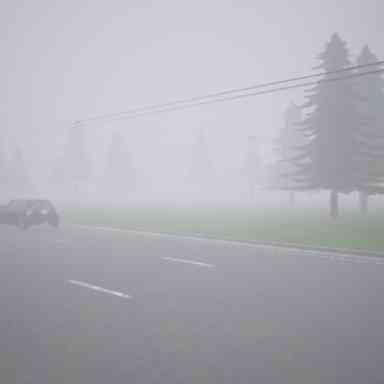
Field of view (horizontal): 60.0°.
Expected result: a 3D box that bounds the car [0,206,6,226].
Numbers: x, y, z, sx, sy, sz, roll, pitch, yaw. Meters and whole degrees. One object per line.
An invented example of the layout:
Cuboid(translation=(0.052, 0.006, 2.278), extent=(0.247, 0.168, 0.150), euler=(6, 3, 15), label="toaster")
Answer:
Cuboid(translation=(-11.512, 1.405, 16.503), extent=(4.718, 1.301, 1.895), euler=(1, 0, 35), label="car")

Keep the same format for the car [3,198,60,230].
Cuboid(translation=(-9.885, 1.150, 19.641), extent=(4.553, 1.767, 2.097), euler=(1, 0, 35), label="car")
